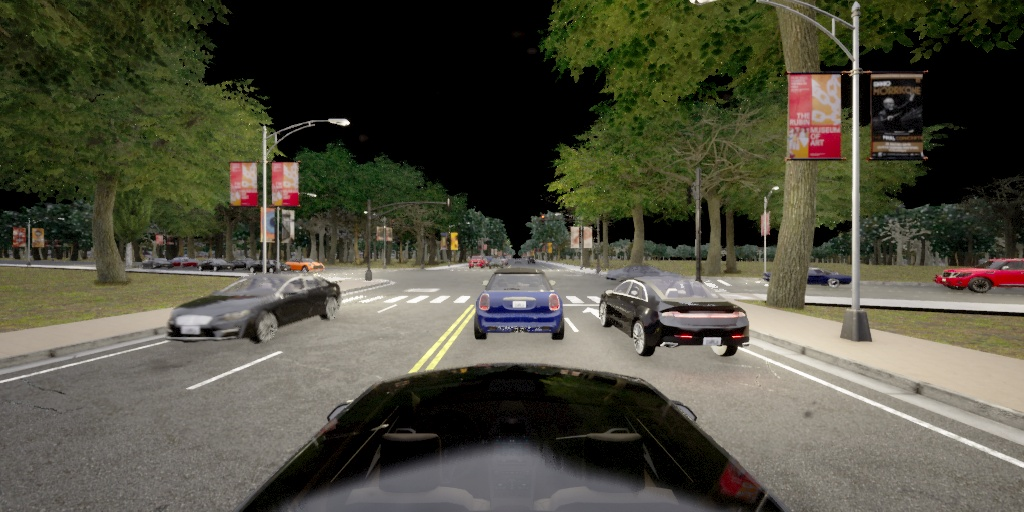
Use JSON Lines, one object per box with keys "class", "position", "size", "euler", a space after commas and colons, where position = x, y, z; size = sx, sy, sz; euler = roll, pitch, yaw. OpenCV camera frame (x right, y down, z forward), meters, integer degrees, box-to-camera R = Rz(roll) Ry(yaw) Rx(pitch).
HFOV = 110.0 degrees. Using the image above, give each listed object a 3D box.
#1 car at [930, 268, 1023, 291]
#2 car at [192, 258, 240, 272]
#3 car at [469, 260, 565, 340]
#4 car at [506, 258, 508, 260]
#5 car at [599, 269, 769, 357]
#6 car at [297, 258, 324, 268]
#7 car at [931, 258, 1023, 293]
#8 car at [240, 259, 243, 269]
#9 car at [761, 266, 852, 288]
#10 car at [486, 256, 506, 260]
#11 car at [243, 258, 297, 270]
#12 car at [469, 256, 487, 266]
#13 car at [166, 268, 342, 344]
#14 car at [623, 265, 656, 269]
{"class": "car", "position": [31.481, 1.537, 23.674], "size": [4.718, 1.301, 1.895], "euler": [0, 0, 24]}
{"class": "car", "position": [-34.991, 1.055, 42.426], "size": [5.008, 1.535, 1.882], "euler": [0, 0, 24]}
{"class": "car", "position": [0.191, 1.102, 10.136], "size": [2.097, 1.767, 4.553], "euler": [0, 0, 1]}
{"class": "car", "position": [-2.210, 1.360, 64.872], "size": [1.895, 1.301, 4.718], "euler": [0, 0, 1]}
{"class": "car", "position": [3.428, 1.241, 8.548], "size": [2.128, 1.511, 4.902], "euler": [0, 0, 0]}
{"class": "car", "position": [-23.633, 0.982, 40.913], "size": [4.553, 1.767, 2.097], "euler": [0, 0, 24]}
{"class": "car", "position": [29.307, 1.153, 21.077], "size": [5.566, 2.045, 2.150], "euler": [0, 0, 25]}
{"class": "car", "position": [-33.390, 1.069, 45.269], "size": [4.902, 1.511, 2.128], "euler": [0, 0, 24]}
{"class": "car", "position": [20.393, 1.478, 25.058], "size": [4.718, 1.301, 1.895], "euler": [0, 0, 24]}
{"class": "car", "position": [-2.401, 1.109, 55.881], "size": [2.097, 1.767, 4.553], "euler": [0, 0, 1]}
{"class": "car", "position": [-25.920, 1.103, 38.368], "size": [5.008, 1.535, 1.882], "euler": [0, 0, 22]}
{"class": "car", "position": [-5.630, 0.979, 57.948], "size": [2.150, 2.045, 5.566], "euler": [0, 0, 1]}
{"class": "car", "position": [-6.492, 1.242, 9.738], "size": [2.128, 1.511, 4.902], "euler": [0, 0, 1]}
{"class": "car", "position": [9.583, 1.368, 26.102], "size": [5.357, 1.411, 2.033], "euler": [0, 0, 24]}
